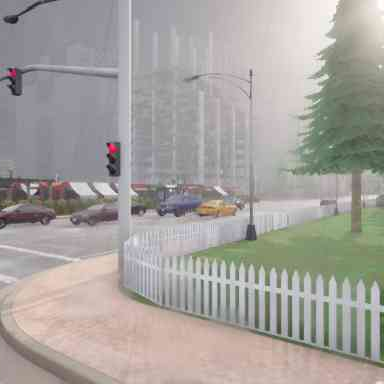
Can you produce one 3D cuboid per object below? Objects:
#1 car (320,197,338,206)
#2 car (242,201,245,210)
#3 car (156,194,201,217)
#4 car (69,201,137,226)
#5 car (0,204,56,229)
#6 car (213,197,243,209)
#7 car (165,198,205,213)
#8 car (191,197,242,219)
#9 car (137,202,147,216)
[{"bbox_3d":[21.054,1.526,51.286,1.812,1.442,4.674,0,0,34],"label":"car"},{"bbox_3d":[4.616,1.492,39.743,2.128,1.511,4.902,0,0,34],"label":"car"},{"bbox_3d":[-1.021,1.221,31.405,2.150,2.045,5.566,0,0,34],"label":"car"},{"bbox_3d":[-6.332,1.526,23.486,1.812,1.442,4.674,0,0,34],"label":"car"},{"bbox_3d":[-11.448,1.526,22.197,1.812,1.442,4.674,0,0,36],"label":"car"},{"bbox_3d":[5.132,1.492,46.721,2.128,1.511,4.902,0,0,34],"label":"car"},{"bbox_3d":[-0.683,1.492,38.154,2.128,1.511,4.902,0,0,34],"label":"car"},{"bbox_3d":[2.340,1.477,29.767,1.882,1.535,5.008,0,0,34],"label":"car"},{"bbox_3d":[-6.227,1.478,29.942,1.882,1.535,5.008,0,0,34],"label":"car"}]
